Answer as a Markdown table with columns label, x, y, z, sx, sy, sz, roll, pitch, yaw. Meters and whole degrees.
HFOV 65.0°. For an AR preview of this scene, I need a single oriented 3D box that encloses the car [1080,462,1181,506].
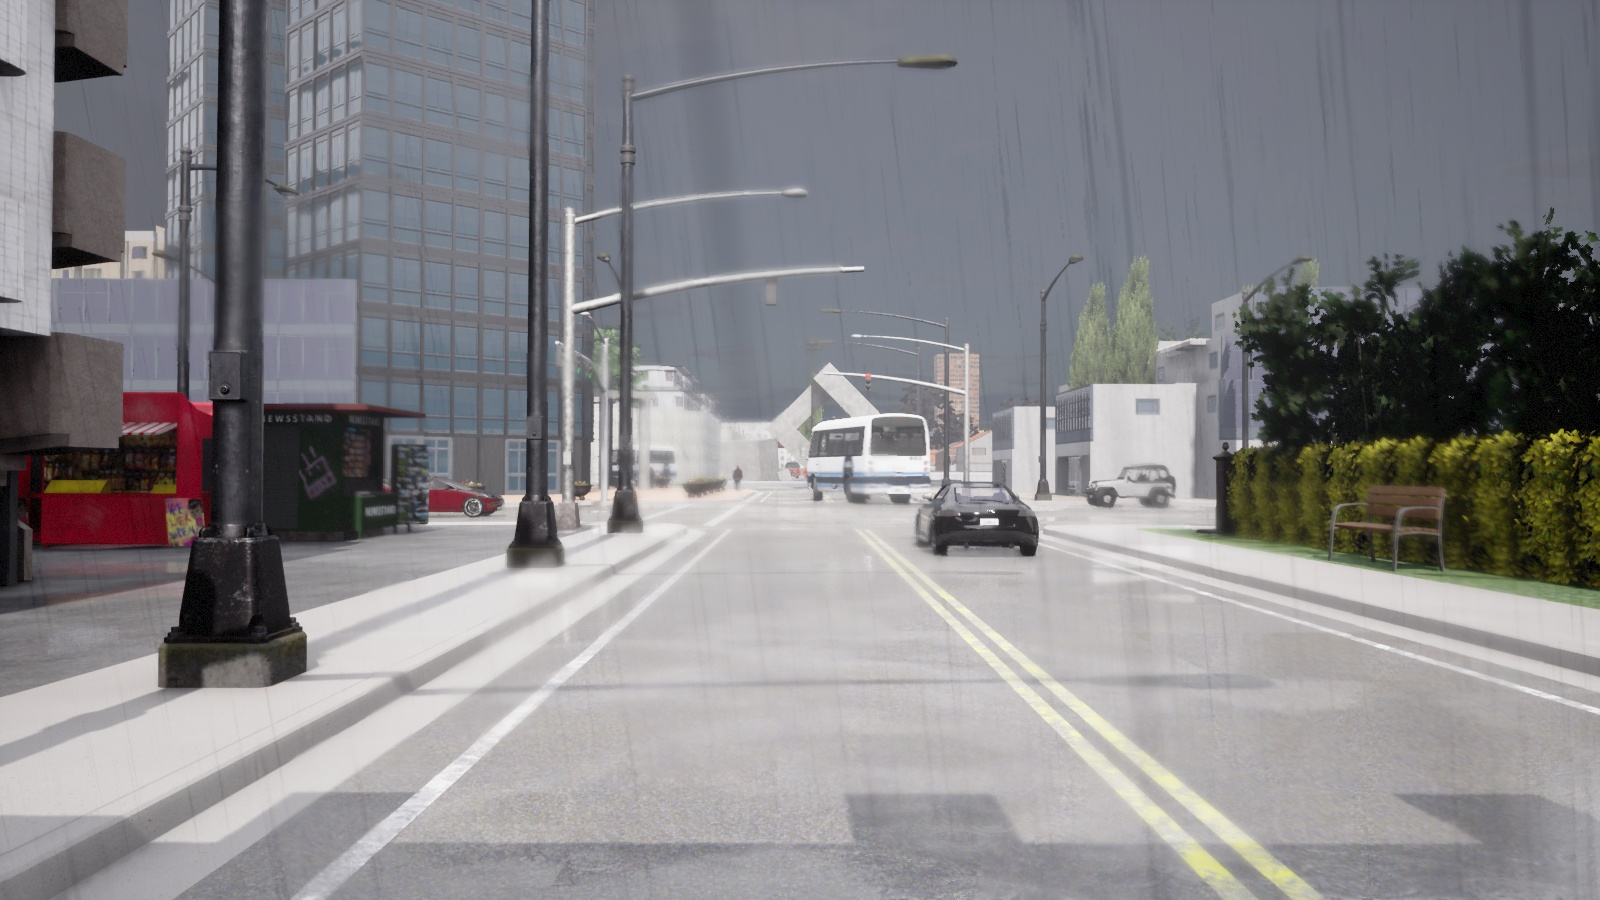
| label | x | y | z | sx | sy | sz | roll | pitch | yaw |
| --- | --- | --- | --- | --- | --- | --- | --- | --- | --- |
| car | 14.351 | 1.467 | 54.658 | 3.866 | 1.878 | 1.905 | 0 | -1 | -1 |

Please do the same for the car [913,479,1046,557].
| label | x | y | z | sx | sy | sz | roll | pitch | yaw |
| --- | --- | --- | --- | --- | --- | --- | --- | --- | --- |
| car | 3.437 | 1.280 | 24.800 | 1.994 | 1.385 | 4.181 | 0 | -1 | 0 |

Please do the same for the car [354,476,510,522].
| label | x | y | z | sx | sy | sz | roll | pitch | yaw |
| --- | --- | --- | --- | --- | --- | --- | --- | --- | --- |
| car | -12.781 | 1.706 | 43.870 | 4.792 | 1.488 | 2.163 | -1 | -1 | -1 |

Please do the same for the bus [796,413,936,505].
| label | x | y | z | sx | sy | sz | roll | pitch | yaw |
| --- | --- | --- | --- | --- | --- | --- | --- | --- | --- |
| bus | 3.092 | 0.488 | 63.309 | 3.944 | 4.253 | 10.273 | 0 | -1 | -16 |

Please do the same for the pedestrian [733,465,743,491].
| label | x | y | z | sx | sy | sz | roll | pitch | yaw |
| --- | --- | --- | --- | --- | --- | --- | --- | --- | --- |
| pedestrian | -4.335 | 1.969 | 87.895 | 0.634 | 1.844 | 0.899 | 0 | -1 | -1 |
